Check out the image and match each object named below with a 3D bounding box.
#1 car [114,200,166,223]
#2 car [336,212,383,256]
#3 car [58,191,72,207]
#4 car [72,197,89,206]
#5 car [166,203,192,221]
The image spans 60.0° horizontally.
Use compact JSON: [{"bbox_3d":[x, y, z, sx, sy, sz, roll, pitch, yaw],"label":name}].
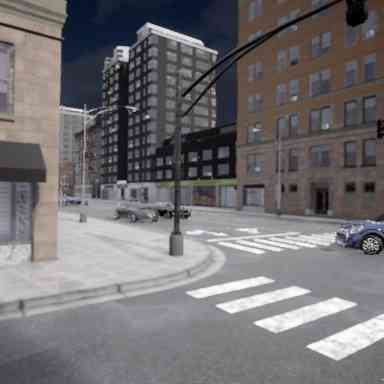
[{"bbox_3d":[-4.101,1.381,24.157,1.837,1.490,4.892,1,0,-35],"label":"car"},{"bbox_3d":[8.092,1.432,12.883,4.553,1.767,2.097,1,-1,8],"label":"car"},{"bbox_3d":[-18.170,0.911,44.258,2.150,2.045,5.566,1,-1,-34],"label":"car"},{"bbox_3d":[-16.044,1.337,46.886,1.895,1.301,4.718,1,0,-35],"label":"car"},{"bbox_3d":[-2.001,1.528,26.814,1.895,1.301,4.718,1,0,-35],"label":"car"}]
